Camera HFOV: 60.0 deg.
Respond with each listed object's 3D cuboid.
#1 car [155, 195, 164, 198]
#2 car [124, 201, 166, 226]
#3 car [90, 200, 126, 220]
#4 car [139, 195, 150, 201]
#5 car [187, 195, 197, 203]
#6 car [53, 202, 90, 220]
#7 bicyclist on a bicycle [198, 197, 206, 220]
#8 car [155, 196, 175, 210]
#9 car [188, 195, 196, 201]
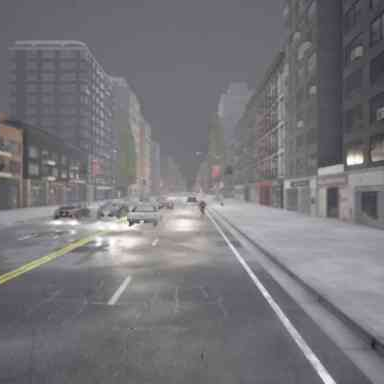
[{"bbox_3d":[-6.513,1.376,69.303,1.837,1.490,4.892,0,0,0],"label":"car"},{"bbox_3d":[-3.156,1.574,23.155,1.895,1.301,4.718,0,0,0],"label":"car"},{"bbox_3d":[-6.592,1.458,28.003,2.128,1.511,4.902,0,0,0],"label":"car"},{"bbox_3d":[-9.763,1.376,68.886,1.837,1.490,4.892,0,0,0],"label":"car"},{"bbox_3d":[0.001,1.379,68.055,1.882,1.535,5.008,0,0,0],"label":"car"},{"bbox_3d":[-9.843,1.531,27.574,1.994,1.385,4.181,0,0,0],"label":"car"},{"bbox_3d":[0.887,1.422,26.586,0.582,1.620,1.656,0,0,0],"label":"bicyclist on a bicycle"},{"bbox_3d":[-3.158,1.548,41.682,1.895,1.301,4.718,0,0,0],"label":"car"},{"bbox_3d":[-0.017,1.412,84.172,2.033,1.411,5.357,0,0,0],"label":"car"}]
